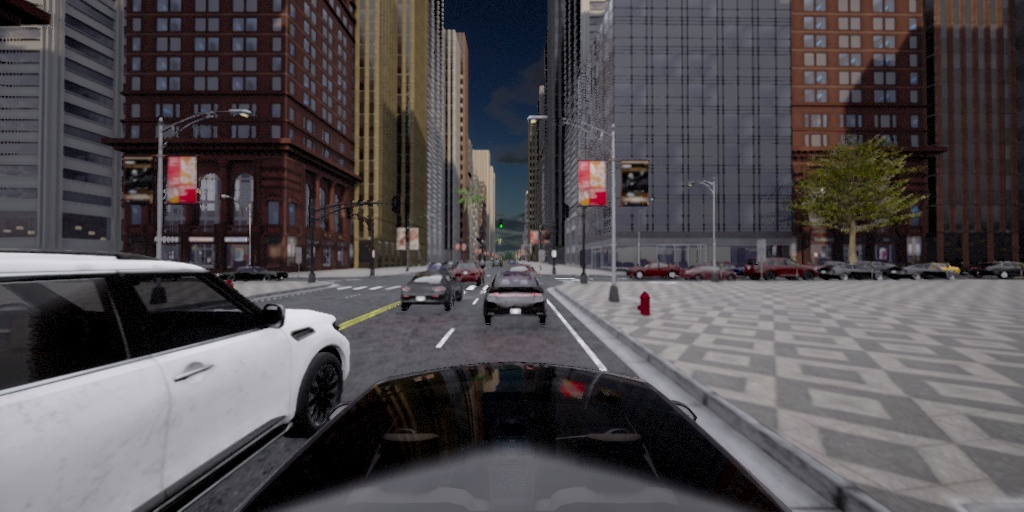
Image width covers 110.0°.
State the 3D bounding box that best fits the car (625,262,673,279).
[{"bbox_3d":[13.249,1.305,33.808,5.008,1.535,1.882,0,-1,-2],"label":"car"}]

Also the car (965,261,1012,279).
[{"bbox_3d":[42.838,1.212,31.125,4.892,1.490,1.837,0,-1,-1],"label":"car"}]

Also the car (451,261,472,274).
[{"bbox_3d":[-6.622,1.473,47.313,2.128,1.511,4.902,0,0,0],"label":"car"}]

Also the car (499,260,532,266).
[{"bbox_3d":[0.713,1.288,24.156,1.882,1.535,5.008,0,0,10],"label":"car"}]

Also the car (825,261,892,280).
[{"bbox_3d":[26.577,1.281,28.237,4.313,1.339,1.948,0,0,-1],"label":"car"}]

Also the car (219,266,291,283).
[{"bbox_3d":[-21.471,1.528,30.060,4.718,1.301,1.895,0,-1,0],"label":"car"}]

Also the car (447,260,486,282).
[{"bbox_3d":[-3.170,1.176,26.608,2.097,1.767,4.553,0,0,0],"label":"car"}]

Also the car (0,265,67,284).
[{"bbox_3d":[-40.794,1.541,30.071,4.674,1.442,1.812,0,-1,0],"label":"car"}]

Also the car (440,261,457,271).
[{"bbox_3d":[-9.857,1.570,55.959,1.812,1.442,4.674,0,0,0],"label":"car"}]

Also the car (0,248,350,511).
[{"bbox_3d":[-3.149,0.974,2.273,2.150,2.045,5.566,0,0,0],"label":"car"}]

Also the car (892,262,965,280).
[{"bbox_3d":[32.214,1.265,28.327,4.313,1.339,1.948,0,0,-1],"label":"car"}]

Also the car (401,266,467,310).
[{"bbox_3d":[-3.158,1.310,14.678,1.812,1.442,4.674,0,0,0],"label":"car"}]

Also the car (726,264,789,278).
[{"bbox_3d":[23.166,1.396,33.954,4.718,1.301,1.895,0,-1,-1],"label":"car"}]

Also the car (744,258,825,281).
[{"bbox_3d":[20.940,1.046,28.146,5.009,1.841,2.192,0,0,-1],"label":"car"}]

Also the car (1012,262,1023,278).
[{"bbox_3d":[43.490,1.219,28.509,4.507,1.381,1.888,0,0,-1],"label":"car"}]

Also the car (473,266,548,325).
[{"bbox_3d":[0.094,1.265,11.953,2.128,1.511,4.902,0,0,0],"label":"car"}]

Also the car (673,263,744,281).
[{"bbox_3d":[15.302,1.333,28.055,4.207,1.307,1.802,0,0,-1],"label":"car"}]

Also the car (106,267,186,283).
[{"bbox_3d":[-30.596,1.570,30.063,4.718,1.301,1.895,0,-1,0],"label":"car"}]

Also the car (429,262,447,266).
[{"bbox_3d":[-9.862,1.505,47.037,1.812,1.442,4.674,0,0,0],"label":"car"}]
